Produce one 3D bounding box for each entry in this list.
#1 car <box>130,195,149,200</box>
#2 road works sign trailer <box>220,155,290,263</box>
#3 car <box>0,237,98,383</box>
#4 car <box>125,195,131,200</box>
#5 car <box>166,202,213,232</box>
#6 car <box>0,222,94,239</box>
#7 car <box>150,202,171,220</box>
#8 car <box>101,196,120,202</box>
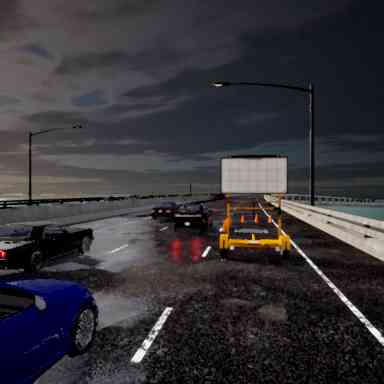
[{"bbox_3d":[-8.225,1.532,55.756,1.812,1.442,4.674,0,0,10],"label":"car"},{"bbox_3d":[2.247,0.467,12.133,2.380,3.560,2.880,0,0,9],"label":"road works sign trailer"},{"bbox_3d":[-2.605,1.526,3.226,1.812,1.442,4.674,0,0,9],"label":"car"},{"bbox_3d":[-10.762,1.358,61.364,2.097,1.767,4.553,0,0,10],"label":"car"},{"bbox_3d":[0.152,1.496,20.378,2.128,1.511,4.902,0,0,9],"label":"car"},{"bbox_3d":[-4.968,1.603,10.669,1.895,1.301,4.718,0,0,9],"label":"car"},{"bbox_3d":[-2.065,1.552,28.450,2.033,1.411,5.357,0,0,9],"label":"car"},{"bbox_3d":[-14.605,1.514,59.765,1.837,1.490,4.892,0,-1,10],"label":"car"}]
